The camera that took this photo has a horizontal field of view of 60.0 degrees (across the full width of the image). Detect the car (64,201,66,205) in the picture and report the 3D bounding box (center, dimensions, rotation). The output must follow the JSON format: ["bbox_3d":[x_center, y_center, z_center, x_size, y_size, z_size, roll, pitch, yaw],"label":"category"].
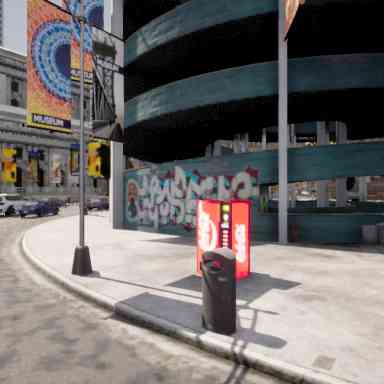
[{"bbox_3d":[-20.445,1.547,47.203,2.033,1.411,5.357,0,0,26],"label":"car"}]

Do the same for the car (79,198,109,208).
[{"bbox_3d":[-14.726,1.564,50.211,1.994,1.385,4.181,0,0,32],"label":"car"}]

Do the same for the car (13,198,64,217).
[{"bbox_3d":[-14.077,1.526,30.762,1.812,1.442,4.674,0,0,4],"label":"car"}]

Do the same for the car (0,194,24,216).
[{"bbox_3d":[-17.501,1.222,32.192,2.150,2.045,5.566,0,0,6],"label":"car"}]

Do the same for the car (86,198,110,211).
[{"bbox_3d":[-11.195,1.547,41.872,2.033,1.411,5.357,0,0,26],"label":"car"}]

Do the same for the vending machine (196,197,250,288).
[{"bbox_3d":[0.791,1.195,8.448,0.880,2.100,1.100,0,0,45],"label":"vending machine"}]
